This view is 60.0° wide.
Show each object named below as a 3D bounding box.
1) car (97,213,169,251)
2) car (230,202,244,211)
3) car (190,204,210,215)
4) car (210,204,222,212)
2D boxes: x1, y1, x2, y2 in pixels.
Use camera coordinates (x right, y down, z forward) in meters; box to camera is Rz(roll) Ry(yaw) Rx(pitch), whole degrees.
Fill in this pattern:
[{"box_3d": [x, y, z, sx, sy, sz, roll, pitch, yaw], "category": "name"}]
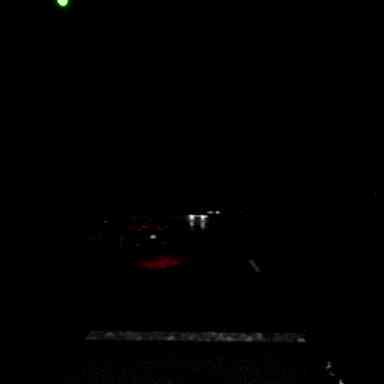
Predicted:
[{"box_3d": [-2.824, 1.693, 15.214, 1.882, 1.535, 5.008, 2, -3, -31], "category": "car"}, {"box_3d": [8.640, 2.739, 63.921, 2.097, 1.767, 4.553, 0, -2, 16], "category": "car"}, {"box_3d": [0.993, 2.433, 46.430, 1.812, 1.442, 4.674, 0, -1, 11], "category": "car"}, {"box_3d": [4.438, 2.862, 61.718, 2.033, 1.411, 5.357, 0, -2, 15], "category": "car"}]
